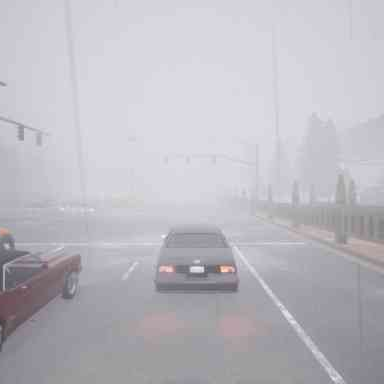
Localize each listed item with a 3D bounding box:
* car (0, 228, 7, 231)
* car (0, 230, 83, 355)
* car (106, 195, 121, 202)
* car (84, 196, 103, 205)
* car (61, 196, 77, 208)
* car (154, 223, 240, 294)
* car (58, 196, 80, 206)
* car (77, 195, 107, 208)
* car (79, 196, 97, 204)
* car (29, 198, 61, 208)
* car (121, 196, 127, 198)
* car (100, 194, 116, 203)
[{"bbox_3d":[-6.907,1.352,9.161,2.097,1.767,4.553,0,0,0],"label":"car"},{"bbox_3d":[-3.404,1.601,5.496,1.895,1.301,4.718,0,0,0],"label":"car"},{"bbox_3d":[-14.121,1.601,57.358,1.895,1.301,4.718,0,0,0],"label":"car"},{"bbox_3d":[-17.612,1.477,59.445,1.882,1.535,5.008,0,0,1],"label":"car"},{"bbox_3d":[-17.619,1.525,49.410,1.812,1.442,4.674,0,0,0],"label":"car"},{"bbox_3d":[0.093,1.547,8.951,2.033,1.411,5.357,0,0,0],"label":"car"},{"bbox_3d":[-21.117,1.477,57.269,1.882,1.535,5.008,0,0,0],"label":"car"},{"bbox_3d":[-14.136,1.547,47.286,2.033,1.411,5.357,0,0,0],"label":"car"},{"bbox_3d":[-21.054,1.525,67.609,2.128,1.511,4.902,0,0,0],"label":"car"},{"bbox_3d":[-21.136,1.547,47.398,2.033,1.411,5.357,0,0,0],"label":"car"},{"bbox_3d":[-14.056,1.491,67.802,2.128,1.511,4.902,0,0,0],"label":"car"},{"bbox_3d":[-17.556,1.355,69.743,2.097,1.767,4.553,0,0,0],"label":"car"}]
